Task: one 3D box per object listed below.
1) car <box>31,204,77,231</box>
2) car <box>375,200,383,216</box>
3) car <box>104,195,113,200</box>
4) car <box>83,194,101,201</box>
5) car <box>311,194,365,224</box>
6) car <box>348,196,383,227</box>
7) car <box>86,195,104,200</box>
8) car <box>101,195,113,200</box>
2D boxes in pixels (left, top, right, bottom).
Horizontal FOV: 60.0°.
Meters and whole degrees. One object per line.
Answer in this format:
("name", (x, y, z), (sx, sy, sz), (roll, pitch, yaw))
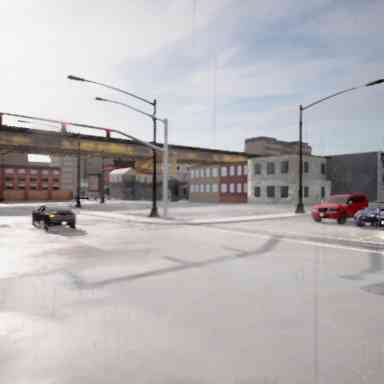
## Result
("car", (-8.820, 1.530, 21.120), (1.837, 1.490, 4.892), (1, 0, -37))
("car", (19.126, 1.440, 31.016), (4.674, 1.442, 1.812), (-1, 1, -36))
("car", (-22.754, 1.432, 91.082), (1.853, 1.218, 4.536), (0, 0, -7))
("car", (-26.475, 1.569, 90.848), (4.974, 1.542, 2.038), (0, 0, 23))
("car", (11.348, 1.224, 25.148), (5.566, 2.045, 2.150), (0, 0, -37))
("car", (12.494, 1.364, 21.613), (4.553, 1.767, 2.097), (0, 0, -37))
("car", (-26.522, 1.411, 90.869), (4.536, 1.218, 1.853), (0, 0, 23))
("car", (-22.748, 1.590, 91.030), (2.038, 1.542, 4.974), (0, 0, -7))
